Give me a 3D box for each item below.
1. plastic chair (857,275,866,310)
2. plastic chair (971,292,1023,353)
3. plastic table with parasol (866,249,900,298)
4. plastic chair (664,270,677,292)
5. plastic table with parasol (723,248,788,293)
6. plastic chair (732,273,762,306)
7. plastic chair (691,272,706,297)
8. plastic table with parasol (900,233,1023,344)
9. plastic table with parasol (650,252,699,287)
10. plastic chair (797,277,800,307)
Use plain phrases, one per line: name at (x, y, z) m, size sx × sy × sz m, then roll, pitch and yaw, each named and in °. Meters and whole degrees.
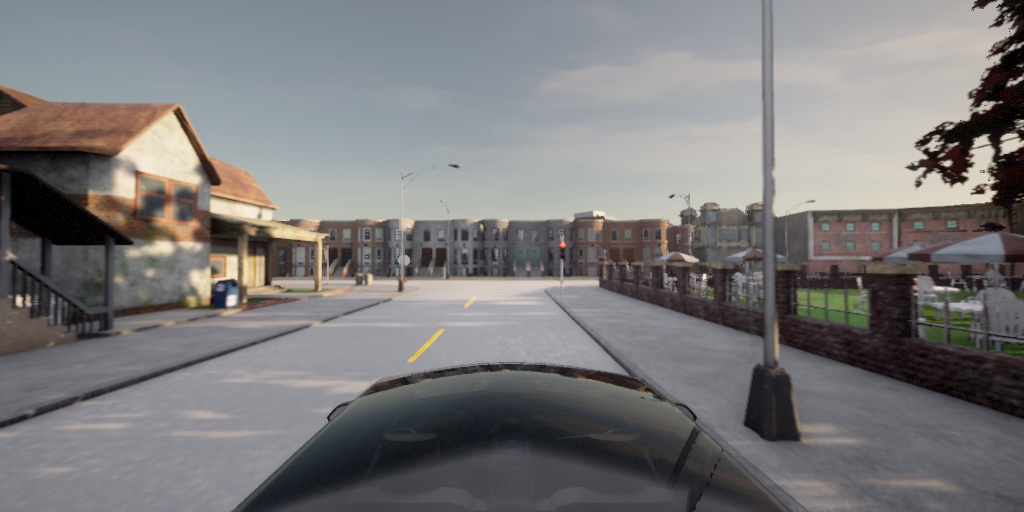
plastic chair at (13.937, 1.458, 13.910) m, size 0.750 × 1.272 × 0.730 m, roll 0°, pitch 0°, yaw -40°
plastic chair at (8.999, 1.383, 6.495) m, size 0.730 × 1.272 × 0.750 m, roll 0°, pitch 0°, yaw -35°
plastic table with parasol at (14.669, 0.829, 12.870) m, size 2.482 × 2.480 × 2.482 m, roll 0°, pitch 0°, yaw -42°
plastic chair at (8.710, 1.597, 20.163) m, size 0.730 × 1.272 × 0.750 m, roll 0°, pitch 0°, yaw -35°
plastic table with parasol at (10.683, 0.902, 15.836) m, size 2.482 × 2.480 × 2.482 m, roll 0°, pitch 0°, yaw -40°
plastic chair at (9.709, 1.494, 14.934) m, size 0.730 × 1.272 × 0.750 m, roll 0°, pitch 0°, yaw -35°
plastic chair at (10.416, 1.595, 20.067) m, size 0.750 × 1.272 × 0.730 m, roll 0°, pitch 0°, yaw -40°
plastic table with parasol at (9.972, 0.764, 7.395) m, size 2.482 × 2.480 × 2.482 m, roll 0°, pitch 0°, yaw -40°
plastic table with parasol at (9.683, 1.006, 21.065) m, size 2.482 × 2.480 × 2.482 m, roll 0°, pitch 0°, yaw -40°
plastic chair at (11.415, 1.486, 14.837) m, size 0.750 × 1.272 × 0.730 m, roll 0°, pitch 0°, yaw -40°
